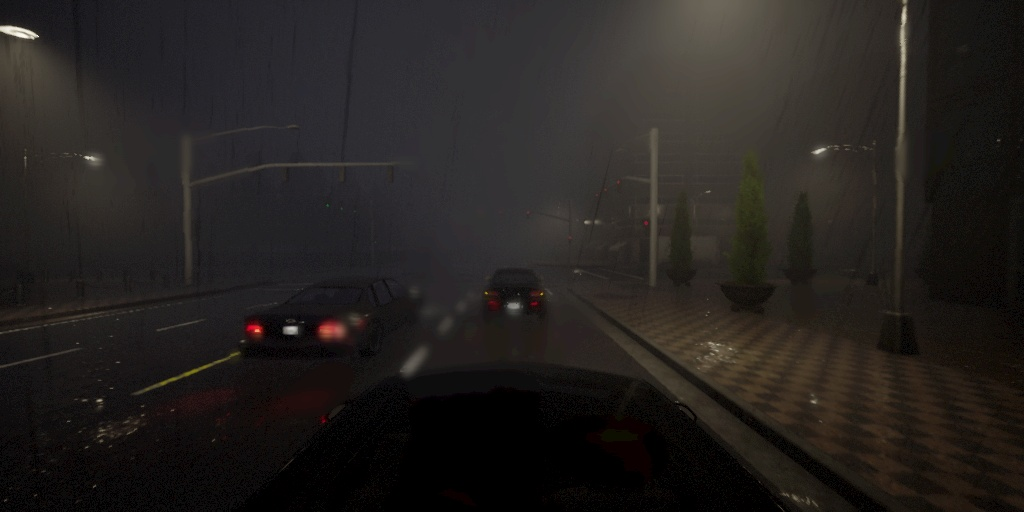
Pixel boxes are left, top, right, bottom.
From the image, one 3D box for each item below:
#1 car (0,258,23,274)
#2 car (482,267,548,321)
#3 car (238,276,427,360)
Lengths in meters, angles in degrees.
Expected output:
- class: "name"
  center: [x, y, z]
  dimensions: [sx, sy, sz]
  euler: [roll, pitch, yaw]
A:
- class: "car"
  center: [-42.341, 0.695, 28.578]
  dimensions: [5.008, 1.535, 1.882]
  euler: [0, 1, 0]
- class: "car"
  center: [0.087, 1.067, 11.354]
  dimensions: [1.812, 1.442, 4.674]
  euler: [0, 1, 0]
- class: "car"
  center: [-3.434, 1.158, 8.127]
  dimensions: [2.033, 1.411, 5.357]
  euler: [0, 1, 0]
